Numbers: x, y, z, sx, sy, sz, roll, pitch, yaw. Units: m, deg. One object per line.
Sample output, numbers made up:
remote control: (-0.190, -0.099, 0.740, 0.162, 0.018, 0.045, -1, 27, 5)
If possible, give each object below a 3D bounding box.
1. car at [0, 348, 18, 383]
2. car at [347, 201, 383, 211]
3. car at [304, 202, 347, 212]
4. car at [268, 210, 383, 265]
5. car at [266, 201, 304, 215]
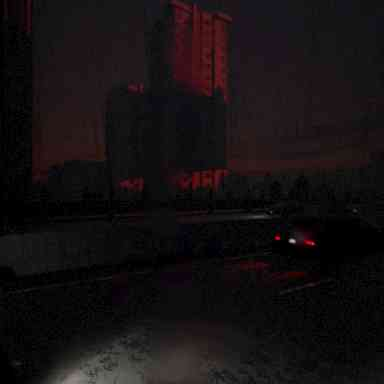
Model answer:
car: (-3.541, 1.546, 1.220, 5.357, 1.411, 2.033, 0, 0, -36)
car: (15.480, 1.571, 27.950, 4.892, 1.490, 1.837, 0, 0, -36)
car: (12.497, 1.625, 30.120, 4.181, 1.385, 1.994, 0, 0, -36)
car: (5.140, 1.565, 11.715, 5.357, 1.411, 2.033, 0, 0, -36)
car: (9.212, 1.582, 32.068, 4.674, 1.442, 1.812, 0, 0, -36)
